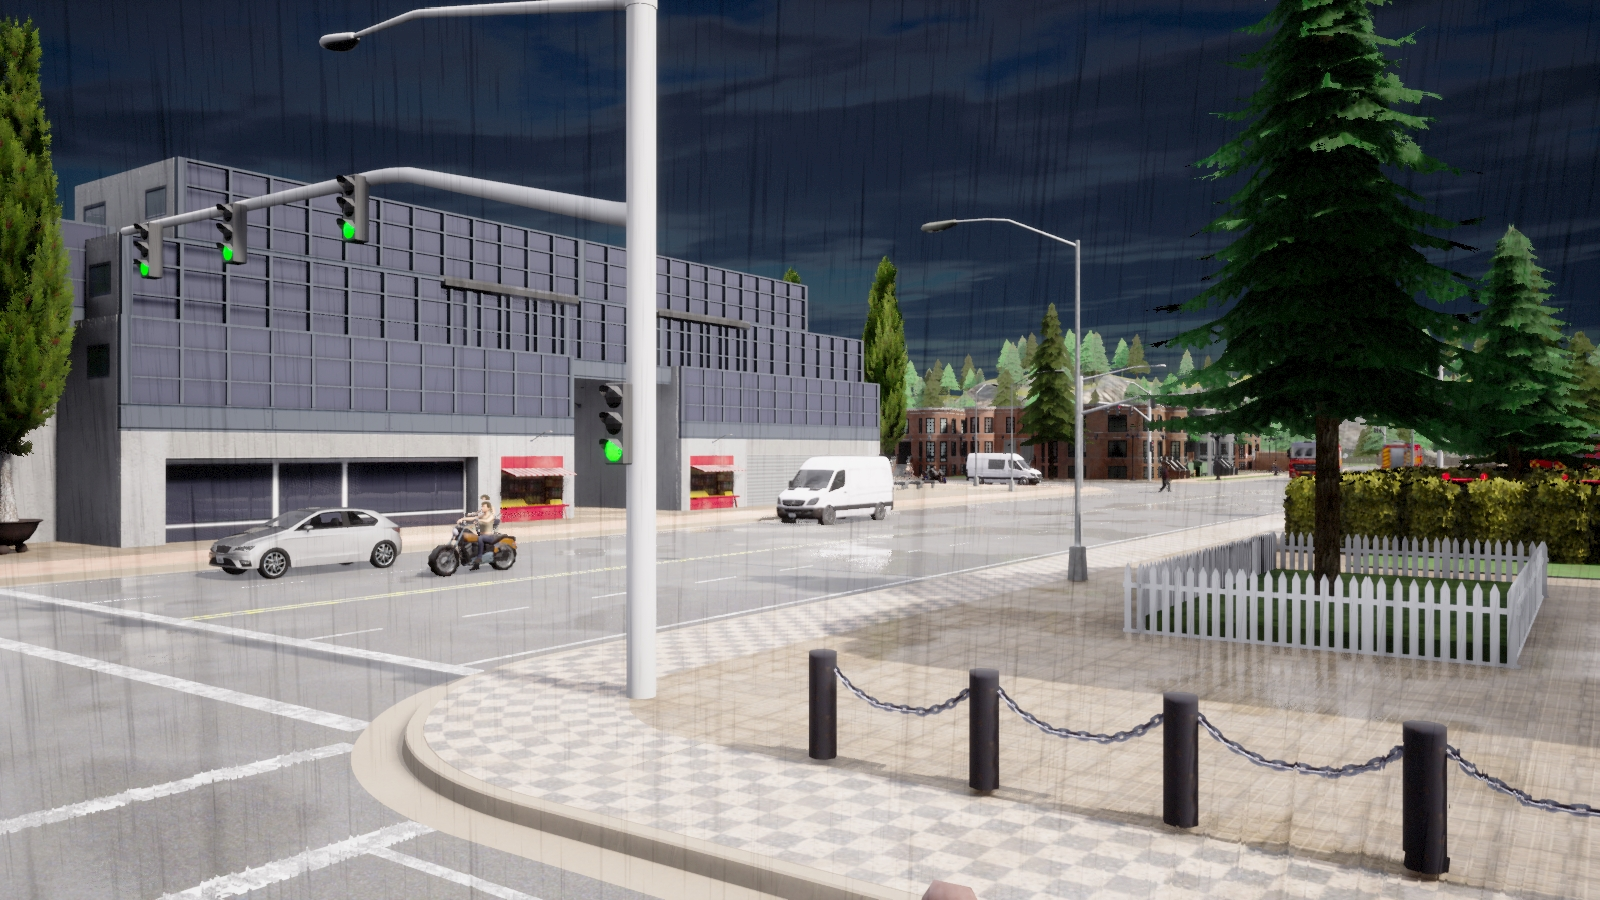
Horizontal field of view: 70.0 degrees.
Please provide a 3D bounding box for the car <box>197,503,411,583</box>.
[{"bbox_3d":[-11.323,2.066,26.349,1.816,1.474,4.193,0,0,35],"label":"car"}]

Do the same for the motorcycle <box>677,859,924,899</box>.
[{"bbox_3d":[0.509,2.205,3.428,2.209,1.251,0.867,0,0,35],"label":"motorcycle"}]

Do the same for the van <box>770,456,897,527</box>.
[{"bbox_3d":[1.398,1.535,44.401,1.988,2.561,5.915,0,0,35],"label":"van"}]

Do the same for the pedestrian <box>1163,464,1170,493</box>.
[{"bbox_3d":[23.715,1.848,73.920,0.375,1.860,0.375,0,0,31],"label":"pedestrian"}]
